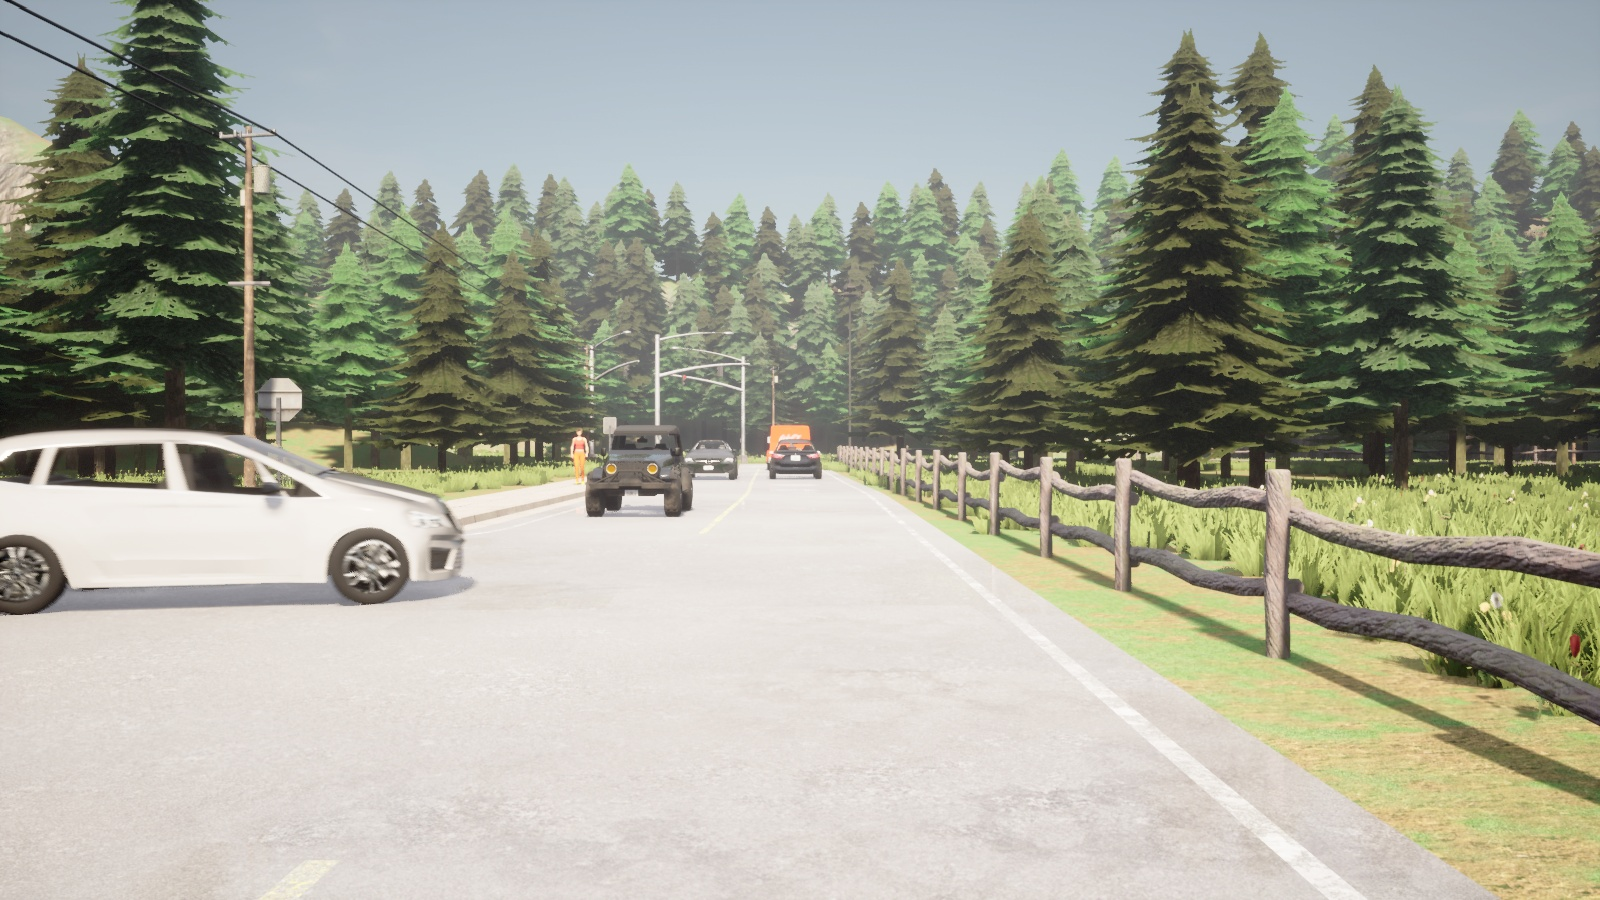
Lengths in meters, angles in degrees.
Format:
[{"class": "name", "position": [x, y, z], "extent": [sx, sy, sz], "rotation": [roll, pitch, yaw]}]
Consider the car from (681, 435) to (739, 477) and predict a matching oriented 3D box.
[{"class": "car", "position": [-3.683, 0.236, 52.150], "extent": [2.152, 1.651, 5.027], "rotation": [0, 0, -1]}]

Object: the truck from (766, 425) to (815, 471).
[{"class": "truck", "position": [-0.592, -0.129, 70.272], "extent": [2.627, 2.467, 5.204], "rotation": [0, 0, -2]}]

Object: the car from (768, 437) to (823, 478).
[{"class": "car", "position": [-0.211, 0.298, 53.348], "extent": [2.242, 1.667, 4.611], "rotation": [0, 0, -1]}]

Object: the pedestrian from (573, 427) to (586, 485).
[{"class": "pedestrian", "position": [-7.044, 0.174, 40.082], "extent": [0.345, 1.836, 0.594], "rotation": [0, 0, -4]}]

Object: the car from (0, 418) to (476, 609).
[{"class": "car", "position": [-5.615, 0.539, 12.398], "extent": [4.611, 1.667, 2.242], "rotation": [0, 1, -13]}]

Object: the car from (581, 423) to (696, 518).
[{"class": "car", "position": [-3.336, 0.389, 26.623], "extent": [1.905, 1.878, 3.866], "rotation": [0, 0, 0]}]
